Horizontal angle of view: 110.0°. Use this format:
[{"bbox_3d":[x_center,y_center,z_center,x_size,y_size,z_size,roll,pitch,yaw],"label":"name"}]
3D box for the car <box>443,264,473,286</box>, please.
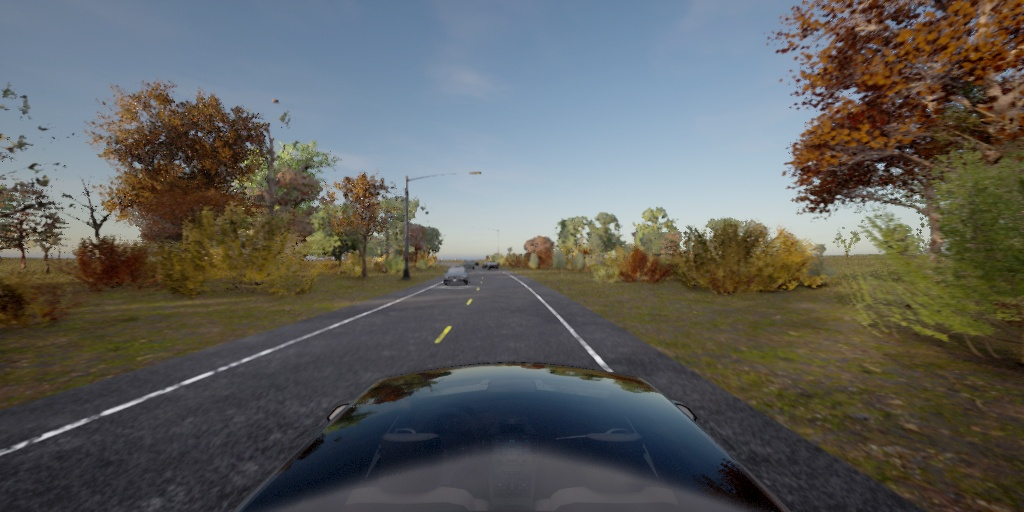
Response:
[{"bbox_3d":[-4.438,1.581,29.245,1.812,1.442,4.674,0,-1,-3],"label":"car"}]
